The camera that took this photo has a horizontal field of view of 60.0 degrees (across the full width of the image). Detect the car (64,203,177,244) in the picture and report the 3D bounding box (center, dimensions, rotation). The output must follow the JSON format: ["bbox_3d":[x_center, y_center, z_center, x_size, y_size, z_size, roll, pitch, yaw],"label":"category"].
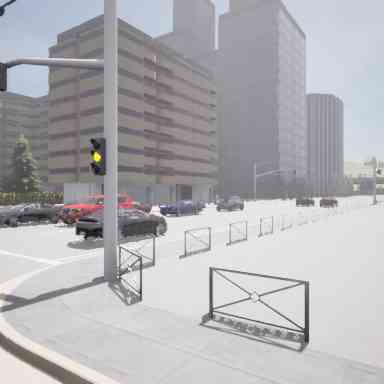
[{"bbox_3d":[-3.143,1.491,15.730,2.128,1.511,4.902,0,0,34],"label":"car"}]

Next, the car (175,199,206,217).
[{"bbox_3d":[-1.005,1.601,31.562,1.895,1.301,4.718,0,0,35],"label":"car"}]

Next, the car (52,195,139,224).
[{"bbox_3d":[-6.547,1.221,23.516,2.150,2.045,5.566,0,0,35],"label":"car"}]

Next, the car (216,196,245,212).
[{"bbox_3d":[4.678,1.526,39.785,1.812,1.442,4.674,0,0,35],"label":"car"}]

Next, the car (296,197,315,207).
[{"bbox_3d":[17.946,1.478,52.544,1.882,1.535,5.008,0,0,35],"label":"car"}]

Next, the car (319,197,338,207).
[{"bbox_3d":[20.870,1.478,50.651,1.882,1.535,5.008,0,0,35],"label":"car"}]

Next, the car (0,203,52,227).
[{"bbox_3d":[-11.209,1.492,22.916,2.128,1.511,4.902,0,0,35],"label":"car"}]

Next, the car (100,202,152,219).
[{"bbox_3d":[-5.952,1.601,30.549,1.895,1.301,4.718,0,0,35],"label":"car"}]

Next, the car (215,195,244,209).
[{"bbox_3d":[5.382,1.352,46.932,2.097,1.767,4.553,0,0,35],"label":"car"}]

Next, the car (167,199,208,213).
[{"bbox_3d":[-0.408,1.547,38.594,2.033,1.411,5.357,0,0,35],"label":"car"}]
